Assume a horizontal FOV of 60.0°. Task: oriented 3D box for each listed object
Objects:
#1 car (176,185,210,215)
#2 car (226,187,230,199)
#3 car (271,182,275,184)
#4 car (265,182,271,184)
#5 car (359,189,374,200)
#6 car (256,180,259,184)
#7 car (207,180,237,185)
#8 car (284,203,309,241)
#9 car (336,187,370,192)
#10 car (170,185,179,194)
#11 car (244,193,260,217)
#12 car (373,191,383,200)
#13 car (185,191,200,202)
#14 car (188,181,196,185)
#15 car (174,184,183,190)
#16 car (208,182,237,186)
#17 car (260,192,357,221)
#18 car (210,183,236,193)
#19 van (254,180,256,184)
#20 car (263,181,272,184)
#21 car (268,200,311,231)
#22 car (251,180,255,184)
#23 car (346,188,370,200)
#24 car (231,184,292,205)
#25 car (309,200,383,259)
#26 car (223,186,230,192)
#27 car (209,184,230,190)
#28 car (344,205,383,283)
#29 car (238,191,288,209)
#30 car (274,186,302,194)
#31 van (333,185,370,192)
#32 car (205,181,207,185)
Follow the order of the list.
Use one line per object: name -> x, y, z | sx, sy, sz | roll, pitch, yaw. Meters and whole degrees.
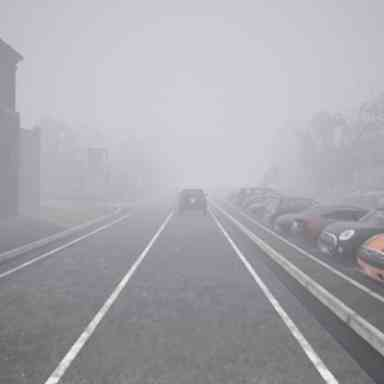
car -> 0.072, 0.717, 27.004 | 2.150, 2.045, 5.566 | 0, 1, 0
car -> 6.774, 0.465, 38.693 | 4.792, 1.488, 2.163 | 0, 3, 0
car -> 19.828, -0.769, 71.301 | 4.553, 1.767, 2.185 | 0, 3, 0
car -> 19.832, -0.915, 76.717 | 4.674, 1.452, 2.002 | 0, 3, 0
car -> 19.809, 0.731, 33.091 | 4.792, 1.488, 2.163 | 0, 3, 0
car -> 19.923, -1.683, 84.996 | 5.566, 2.045, 2.435 | 0, 3, 0
car -> 6.784, -1.204, 76.806 | 5.566, 2.045, 2.435 | 0, 3, 0
car -> 6.574, 1.382, 13.625 | 4.792, 1.488, 2.163 | 0, 1, 0
car -> 19.828, 0.464, 38.782 | 4.674, 1.452, 2.002 | 0, 3, 0
car -> -3.336, -0.376, 65.506 | 2.033, 1.411, 5.357 | 0, 3, 0
car -> 6.605, 1.074, 24.779 | 4.792, 1.488, 2.163 | 0, 2, 0
car -> 19.944, 0.821, 30.299 | 5.366, 1.575, 1.946 | 0, 2, 0
car -> 0.049, 0.604, 45.125 | 1.994, 1.385, 4.181 | 0, 2, 0
car -> -0.086, -1.297, 81.506 | 1.882, 1.535, 5.008 | 0, 3, 0
car -> -3.336, -1.157, 81.200 | 1.895, 1.301, 4.718 | 0, 3, 0
car -> 6.741, -0.794, 74.050 | 5.008, 1.535, 2.097 | 0, 3, 0
car -> 6.558, 1.090, 19.195 | 4.553, 1.767, 2.185 | 0, 2, 0
car -> 6.687, -0.605, 71.280 | 4.792, 1.488, 2.163 | 0, 3, 0
van -> 20.051, -1.981, 90.651 | 4.442, 1.987, 1.878 | 0, 3, 0
car -> 19.669, -1.117, 79.482 | 5.366, 1.575, 1.946 | 0, 3, 0
car -> 6.538, 1.318, 16.413 | 4.792, 1.488, 2.163 | 0, 1, 0
car -> 19.983, -1.880, 93.433 | 4.792, 1.488, 2.163 | 0, 3, 0
car -> 19.806, 0.603, 36.001 | 4.674, 1.452, 2.002 | 0, 3, 0
car -> 6.707, 0.577, 30.331 | 5.566, 2.045, 2.435 | 0, 2, 0
car -> 6.554, 1.283, 10.835 | 4.553, 1.767, 2.185 | 0, 1, 0
car -> 6.738, 0.325, 41.474 | 4.792, 1.488, 2.163 | 0, 3, 0
car -> 6.802, -1.272, 82.365 | 4.892, 1.521, 2.231 | 0, 3, 0
car -> 6.532, 1.329, 8.056 | 4.553, 1.767, 2.185 | 0, 1, 0
car -> 6.650, 0.943, 27.555 | 4.892, 1.521, 2.231 | 0, 2, 0
car -> 19.772, -0.484, 68.542 | 5.008, 1.535, 2.097 | 0, 3, 0
van -> 19.720, 0.066, 41.440 | 4.442, 1.987, 1.878 | -1, 3, 0
car -> 6.630, -1.436, 85.137 | 5.366, 1.575, 1.946 | 0, 3, 0
